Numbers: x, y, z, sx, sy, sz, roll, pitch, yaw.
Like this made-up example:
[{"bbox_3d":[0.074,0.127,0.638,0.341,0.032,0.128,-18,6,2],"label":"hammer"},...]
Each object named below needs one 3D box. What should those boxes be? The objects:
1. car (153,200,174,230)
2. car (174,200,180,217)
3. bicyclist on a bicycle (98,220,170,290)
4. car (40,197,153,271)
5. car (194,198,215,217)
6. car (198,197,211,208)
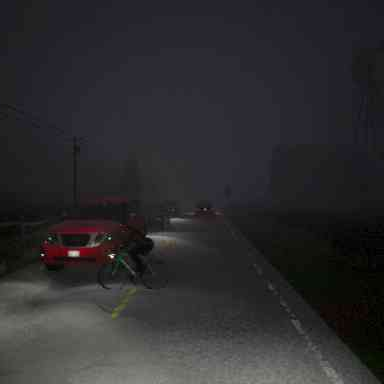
[{"bbox_3d":[-2.509,1.477,21.154,1.882,1.535,5.008,0,0,3],"label":"car"},{"bbox_3d":[-2.179,1.503,31.120,1.837,1.490,4.892,0,0,2],"label":"car"},{"bbox_3d":[-1.344,1.455,7.579,1.656,1.620,0.582,-2,0,2],"label":"bicyclist on a bicycle"},{"bbox_3d":[-2.918,1.221,11.253,2.150,2.045,5.566,0,0,2],"label":"car"},{"bbox_3d":[1.170,1.546,31.029,2.033,1.411,5.357,0,0,1],"label":"car"},{"bbox_3d":[1.759,1.523,48.120,1.812,1.442,4.674,0,0,2],"label":"car"}]
